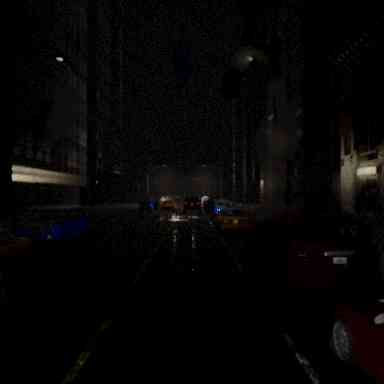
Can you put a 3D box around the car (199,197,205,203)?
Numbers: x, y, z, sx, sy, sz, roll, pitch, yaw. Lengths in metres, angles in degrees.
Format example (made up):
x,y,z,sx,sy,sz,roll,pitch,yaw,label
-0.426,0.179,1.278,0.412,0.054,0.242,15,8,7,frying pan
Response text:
x,y,z,sx,sy,sz,roll,pitch,yaw,label
2.793,2.213,92.904,1.752,1.417,4.829,0,0,0,car

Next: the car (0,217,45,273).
x,y,z,sx,sy,sz,roll,pitch,yaw,label
-5.759,1.587,8.419,1.752,1.417,4.829,0,0,0,car

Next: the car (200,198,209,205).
x,y,z,sx,sy,sz,roll,pitch,yaw,label
2.788,2.103,75.906,1.887,1.381,4.507,0,0,0,car

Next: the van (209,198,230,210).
x,y,z,sx,sy,sz,roll,pitch,yaw,label
2.774,1.566,31.036,1.690,1.788,3.998,0,0,0,van

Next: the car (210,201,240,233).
x,y,z,sx,sy,sz,roll,pitch,yaw,label
2.358,1.606,20.568,1.801,1.575,5.366,0,0,0,car

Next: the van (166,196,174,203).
x,y,z,sx,sy,sz,roll,pitch,yaw,label
-5.734,1.984,87.121,1.690,1.788,3.998,0,0,0,van

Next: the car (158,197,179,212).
x,y,z,sx,sy,sz,roll,pitch,yaw,label
-3.070,1.799,44.090,1.882,1.535,5.008,0,0,0,car

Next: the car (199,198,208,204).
x,y,z,sx,sy,sz,roll,pitch,yaw,label
2.789,2.167,81.515,1.947,1.339,4.313,0,0,0,car

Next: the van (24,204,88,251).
x,y,z,sx,sy,sz,roll,pitch,yaw,label
-5.757,1.444,14.199,1.690,1.788,3.998,0,0,0,van

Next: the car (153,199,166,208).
x,y,z,sx,sy,sz,roll,pitch,yaw,label
-5.743,1.983,59.072,2.008,1.369,4.403,0,0,0,car

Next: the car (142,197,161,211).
x,y,z,sx,sy,sz,roll,pitch,yaw,label
-5.746,1.664,47.856,2.192,1.841,5.009,0,0,0,car

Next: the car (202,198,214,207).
x,y,z,sx,sy,sz,roll,pitch,yaw,label
2.782,1.872,59.080,1.967,1.590,4.097,0,0,0,car

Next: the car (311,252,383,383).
x,y,z,sx,sy,sz,roll,pitch,yaw,label
2.765,1.604,2.989,1.802,1.307,4.206,0,0,0,car

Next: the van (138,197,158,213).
x,y,z,sx,sy,sz,roll,pitch,yaw,label
-5.748,1.649,42.246,1.690,1.788,3.998,0,0,0,van

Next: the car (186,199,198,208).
x,y,z,sx,sy,sz,roll,pitch,yaw,label
0.018,1.912,55.681,1.837,1.490,4.892,0,0,0,car

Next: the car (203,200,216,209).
x,y,z,sx,sy,sz,roll,pitch,yaw,label
2.781,1.935,53.470,1.887,1.381,4.507,0,0,0,car

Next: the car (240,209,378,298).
x,y,z,sx,sy,sz,roll,pitch,yaw,label
2.767,1.377,8.600,2.192,1.841,5.009,0,0,0,car

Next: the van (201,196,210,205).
x,y,z,sx,sy,sz,roll,pitch,yaw,label
2.786,1.858,70.299,1.690,1.788,3.998,0,0,0,van

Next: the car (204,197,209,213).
x,y,z,sx,sy,sz,roll,pitch,yaw,label
2.777,1.622,42.254,2.192,1.841,5.009,0,0,0,car

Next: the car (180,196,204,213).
x,y,z,sx,sy,sz,roll,pitch,yaw,label
0.037,1.521,41.112,2.150,2.045,5.566,0,0,1,car
